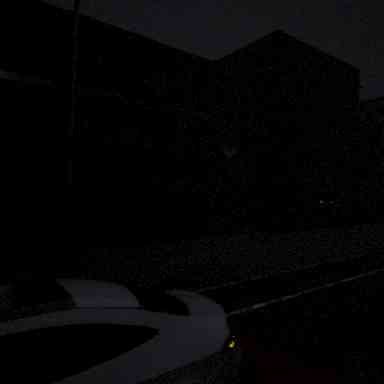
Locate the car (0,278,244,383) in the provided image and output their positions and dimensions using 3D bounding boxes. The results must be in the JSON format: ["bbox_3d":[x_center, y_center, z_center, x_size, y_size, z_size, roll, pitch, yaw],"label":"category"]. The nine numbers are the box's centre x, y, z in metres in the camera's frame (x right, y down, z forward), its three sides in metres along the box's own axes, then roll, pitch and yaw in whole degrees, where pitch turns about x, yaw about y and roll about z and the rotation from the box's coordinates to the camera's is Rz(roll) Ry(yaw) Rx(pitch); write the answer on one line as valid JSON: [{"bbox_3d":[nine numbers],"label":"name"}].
[{"bbox_3d":[-1.654,1.526,2.505,4.674,1.442,1.812,0,0,-35],"label":"car"}]
